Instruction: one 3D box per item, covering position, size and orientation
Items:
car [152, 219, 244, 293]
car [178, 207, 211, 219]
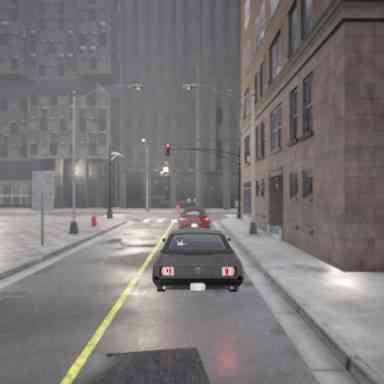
[{"bbox_3d":[0.118,1.636,8.930,1.895,1.301,4.718,0,0,0],"label":"car"},{"bbox_3d":[0.163,1.602,19.713,1.812,1.442,4.674,0,0,1],"label":"car"}]
